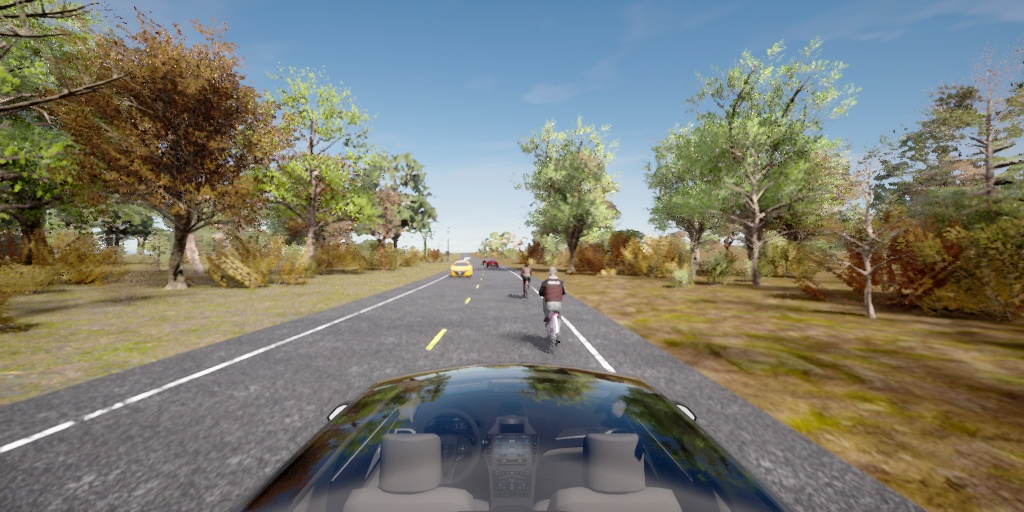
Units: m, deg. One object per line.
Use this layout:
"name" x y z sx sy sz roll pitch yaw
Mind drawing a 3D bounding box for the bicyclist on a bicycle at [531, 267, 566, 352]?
"bicyclist on a bicycle" 0.888 1.120 8.028 0.659 1.776 1.843 0 0 -1

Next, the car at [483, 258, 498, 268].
"car" -3.435 1.149 61.336 1.882 1.535 5.008 0 0 -6

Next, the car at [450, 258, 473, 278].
"car" -4.665 1.213 33.511 1.882 1.535 5.008 0 0 -4

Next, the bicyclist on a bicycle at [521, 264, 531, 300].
"bicyclist on a bicycle" 0.689 1.201 16.869 0.582 1.620 1.656 0 0 -2
